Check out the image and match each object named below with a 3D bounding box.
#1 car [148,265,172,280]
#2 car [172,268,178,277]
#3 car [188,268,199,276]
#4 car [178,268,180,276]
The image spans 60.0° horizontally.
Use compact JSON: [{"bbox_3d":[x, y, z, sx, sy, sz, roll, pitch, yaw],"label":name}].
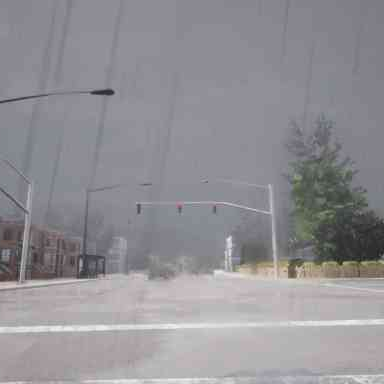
[{"bbox_3d":[-3.486,8.613,35.594,1.837,1.490,4.892,-1,-13,0],"label":"car"},{"bbox_3d":[-3.426,11.389,46.987,1.895,1.301,4.718,-1,-13,0],"label":"car"},{"bbox_3d":[0.329,14.645,61.313,2.033,1.411,5.357,-1,-13,0],"label":"car"},{"bbox_3d":[-3.266,14.900,62.312,1.882,1.535,5.008,-1,-13,0],"label":"car"}]
